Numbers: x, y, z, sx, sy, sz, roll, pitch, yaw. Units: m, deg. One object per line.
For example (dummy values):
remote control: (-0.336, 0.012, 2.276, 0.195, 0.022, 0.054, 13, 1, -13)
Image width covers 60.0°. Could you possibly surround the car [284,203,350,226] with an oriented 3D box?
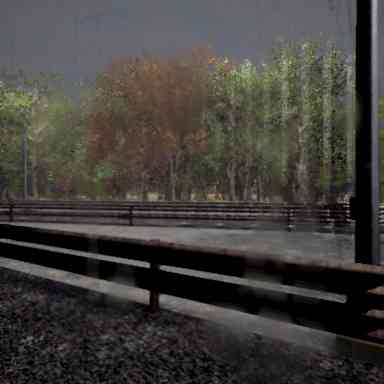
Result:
car: (9.035, 1.578, 23.718, 4.892, 1.490, 1.837, 0, 0, 16)
